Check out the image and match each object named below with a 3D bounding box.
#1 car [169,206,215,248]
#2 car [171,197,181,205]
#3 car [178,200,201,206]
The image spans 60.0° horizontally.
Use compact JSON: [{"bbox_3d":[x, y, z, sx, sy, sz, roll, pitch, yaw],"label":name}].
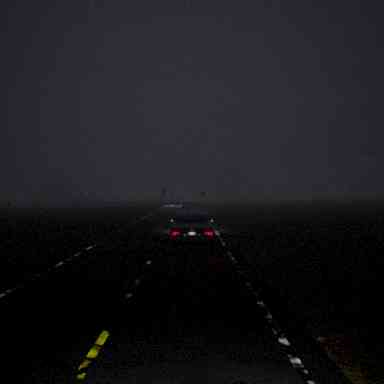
[{"bbox_3d":[0.000,1.565,14.626,2.033,1.411,5.357,0,0,0],"label":"car"},{"bbox_3d":[-2.750,1.584,59.531,1.812,1.442,4.674,0,0,0],"label":"car"},{"bbox_3d":[0.000,1.623,29.656,1.895,1.301,4.718,0,0,0],"label":"car"}]
